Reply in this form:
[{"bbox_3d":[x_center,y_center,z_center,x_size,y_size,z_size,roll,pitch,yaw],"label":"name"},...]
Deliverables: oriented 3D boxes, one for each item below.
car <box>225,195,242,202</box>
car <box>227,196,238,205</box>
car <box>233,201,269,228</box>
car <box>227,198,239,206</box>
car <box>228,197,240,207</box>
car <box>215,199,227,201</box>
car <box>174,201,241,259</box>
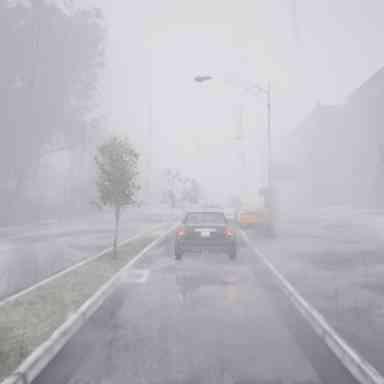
[{"bbox_3d":[7.253,1.587,56.221,2.435,2.045,5.566,0,0,5],"label":"car"},{"bbox_3d":[8.812,1.813,72.731,2.185,1.767,4.553,1,0,5],"label":"car"},{"bbox_3d":[4.150,1.612,23.140,2.097,1.535,5.008,0,0,5],"label":"car"},{"bbox_3d":[8.292,1.906,67.228,2.231,1.521,4.892,0,0,5],"label":"car"},{"bbox_3d":[7.768,1.746,61.682,2.185,1.767,4.553,0,0,5],"label":"car"},{"bbox_3d":[1.928,1.680,31.019,2.128,1.511,4.902,0,0,5],"label":"car"},{"bbox_3d":[0.537,1.408,12.963,2.097,1.767,4.553,0,-1,3],"label":"car"}]
